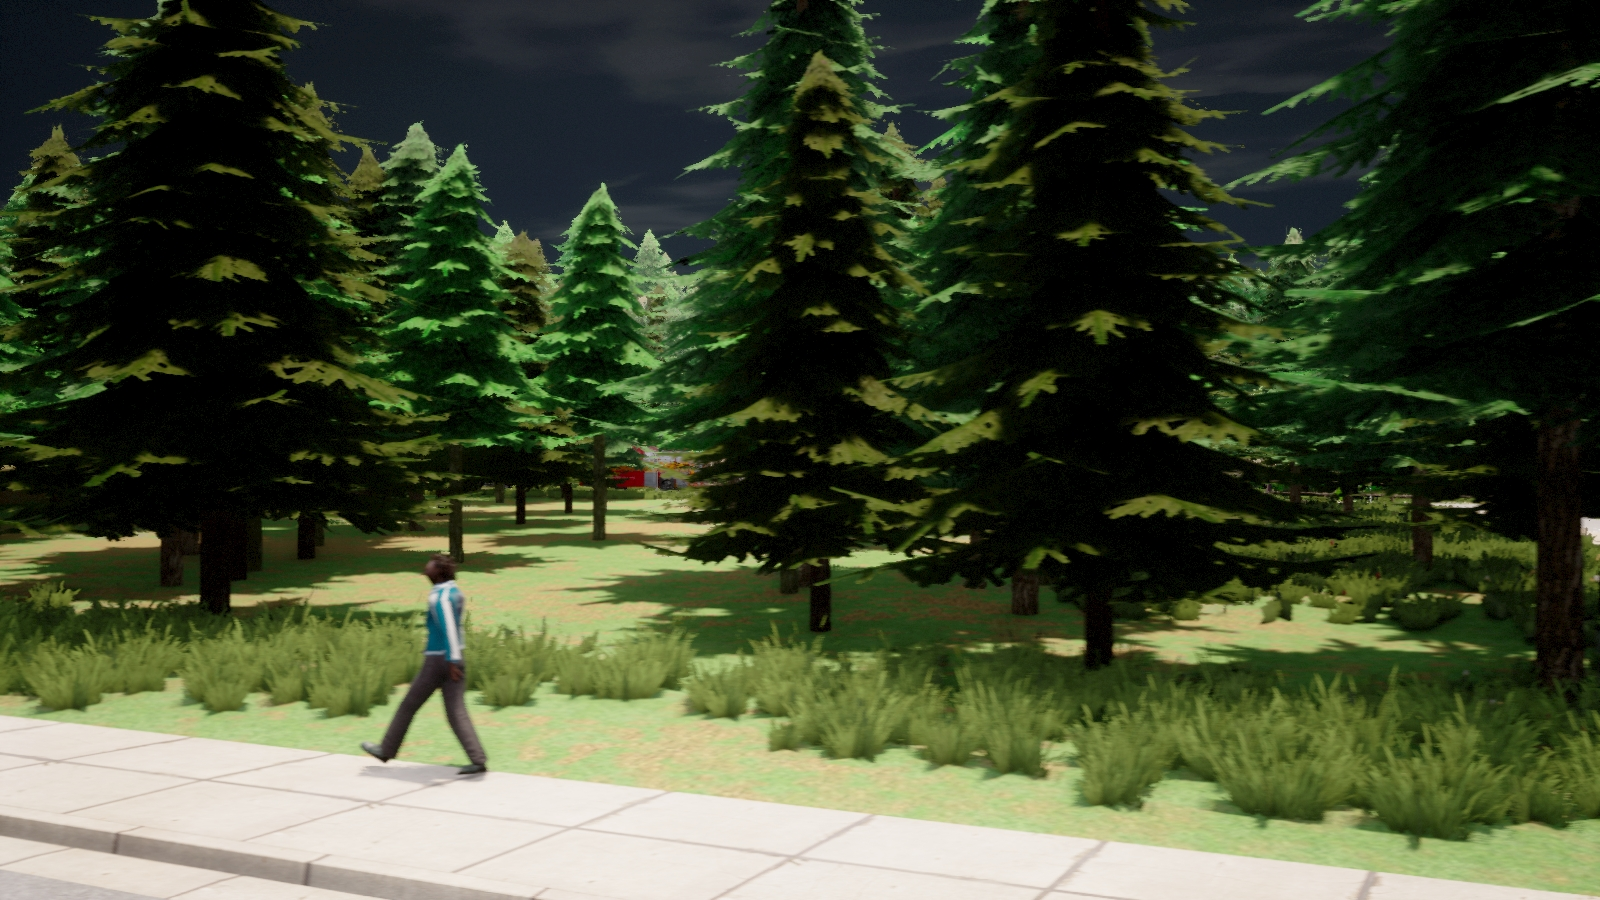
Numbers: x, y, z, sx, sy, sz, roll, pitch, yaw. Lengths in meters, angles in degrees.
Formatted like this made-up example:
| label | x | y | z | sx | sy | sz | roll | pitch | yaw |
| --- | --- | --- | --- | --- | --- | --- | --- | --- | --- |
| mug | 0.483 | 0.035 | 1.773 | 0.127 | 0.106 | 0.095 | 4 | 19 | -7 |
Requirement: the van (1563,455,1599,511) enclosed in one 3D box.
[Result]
| label | x | y | z | sx | sy | sz | roll | pitch | yaw |
| --- | --- | --- | --- | --- | --- | --- | --- | --- | --- |
| van | 39.002 | 1.512 | 52.940 | 5.915 | 2.561 | 1.988 | 0 | -1 | 0 |

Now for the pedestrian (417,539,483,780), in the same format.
| label | x | y | z | sx | sy | sz | roll | pitch | yaw |
| --- | --- | --- | --- | --- | --- | --- | --- | --- | --- |
| pedestrian | -2.818 | 1.668 | 9.211 | 0.375 | 1.860 | 0.375 | 0 | 0 | 11 |
